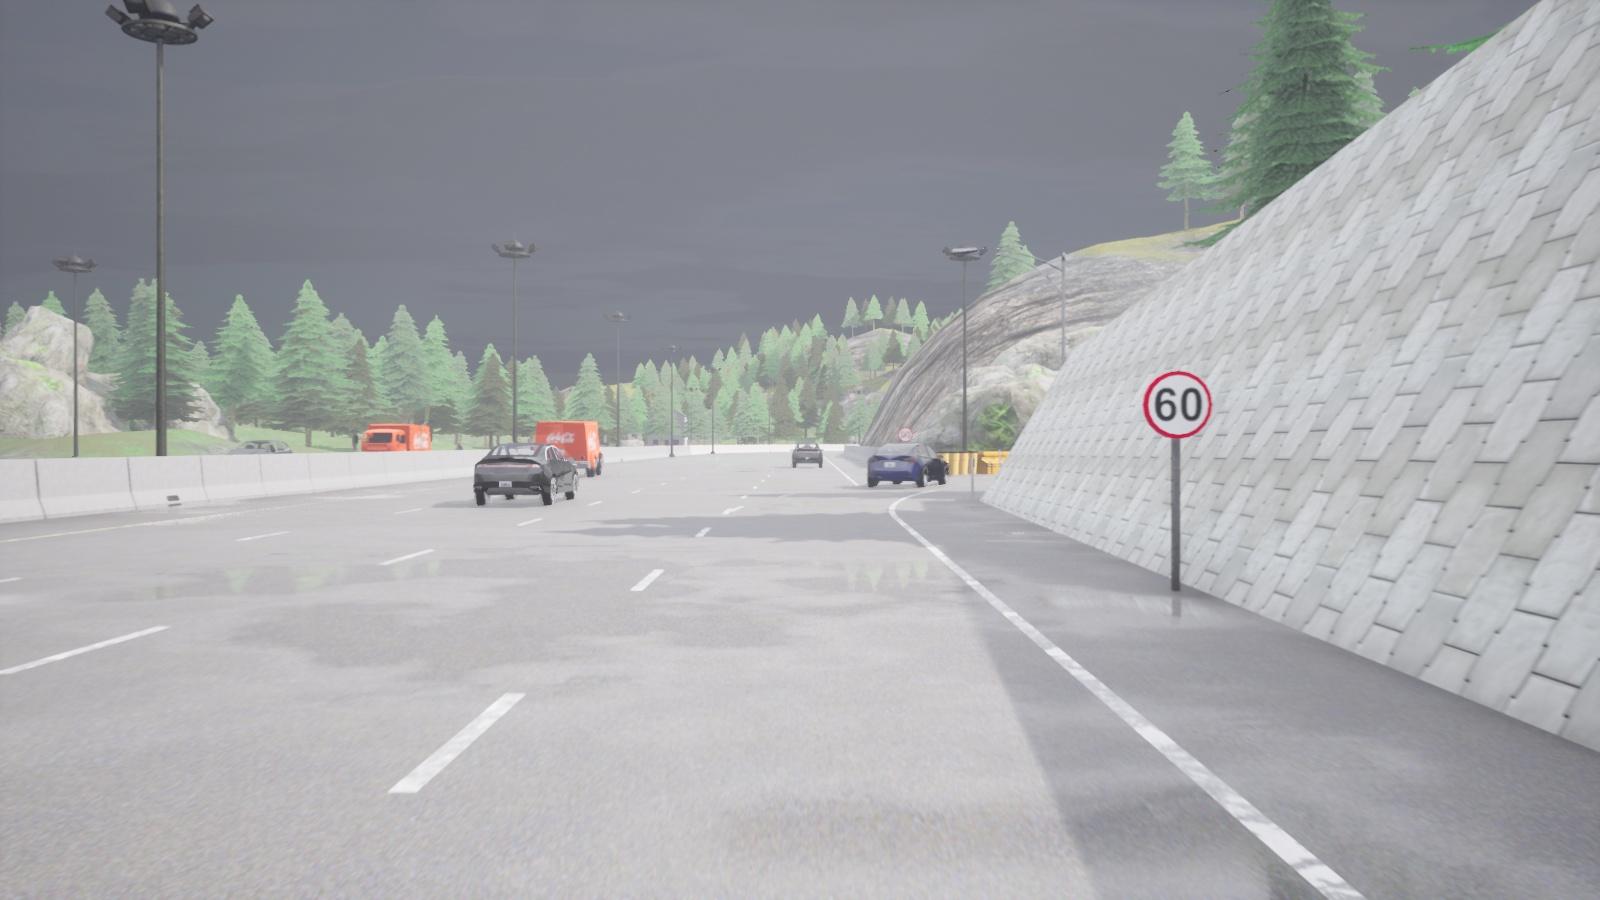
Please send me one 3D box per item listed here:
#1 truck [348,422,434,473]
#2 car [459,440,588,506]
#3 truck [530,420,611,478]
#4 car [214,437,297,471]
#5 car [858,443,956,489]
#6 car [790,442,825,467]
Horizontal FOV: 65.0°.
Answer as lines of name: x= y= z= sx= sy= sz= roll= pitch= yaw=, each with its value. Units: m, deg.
truck: x=-20.623 y=-0.109 z=63.643 sx=2.627 sy=2.467 sz=5.204 roll=0 pitch=0 yaw=0
car: x=-6.806 y=0.520 z=31.499 sx=2.128 sy=1.511 sz=4.902 roll=0 pitch=0 yaw=0
truck: x=-10.165 y=-0.059 z=56.067 sx=2.627 sy=2.467 sz=5.204 roll=0 pitch=1 yaw=0
car: x=-27.622 y=0.210 z=63.879 sx=2.242 sy=1.667 sz=4.611 roll=0 pitch=0 yaw=0
car: x=3.742 y=0.507 z=42.959 sx=2.163 sy=1.488 sz=4.792 roll=0 pitch=0 yaw=20
car: x=0.454 y=0.265 z=77.574 sx=2.128 sy=1.511 sz=4.902 roll=0 pitch=0 yaw=0
